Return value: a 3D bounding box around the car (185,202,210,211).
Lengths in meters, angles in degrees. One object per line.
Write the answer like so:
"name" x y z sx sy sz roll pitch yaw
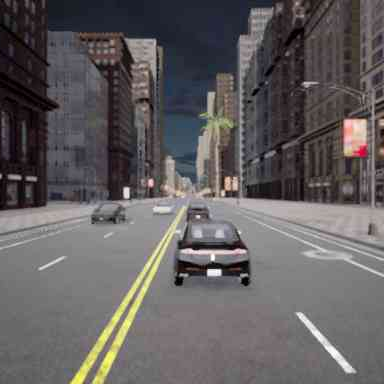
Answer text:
"car" 0.466 1.635 27.777 1.837 1.490 4.892 0 0 0

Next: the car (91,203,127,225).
"car" -6.233 1.587 25.392 1.882 1.535 5.008 0 0 0

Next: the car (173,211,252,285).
"car" 0.480 1.536 9.581 2.128 1.511 4.902 0 0 0

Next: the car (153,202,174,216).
"car" -2.985 1.762 35.049 1.895 1.301 4.718 0 0 0
